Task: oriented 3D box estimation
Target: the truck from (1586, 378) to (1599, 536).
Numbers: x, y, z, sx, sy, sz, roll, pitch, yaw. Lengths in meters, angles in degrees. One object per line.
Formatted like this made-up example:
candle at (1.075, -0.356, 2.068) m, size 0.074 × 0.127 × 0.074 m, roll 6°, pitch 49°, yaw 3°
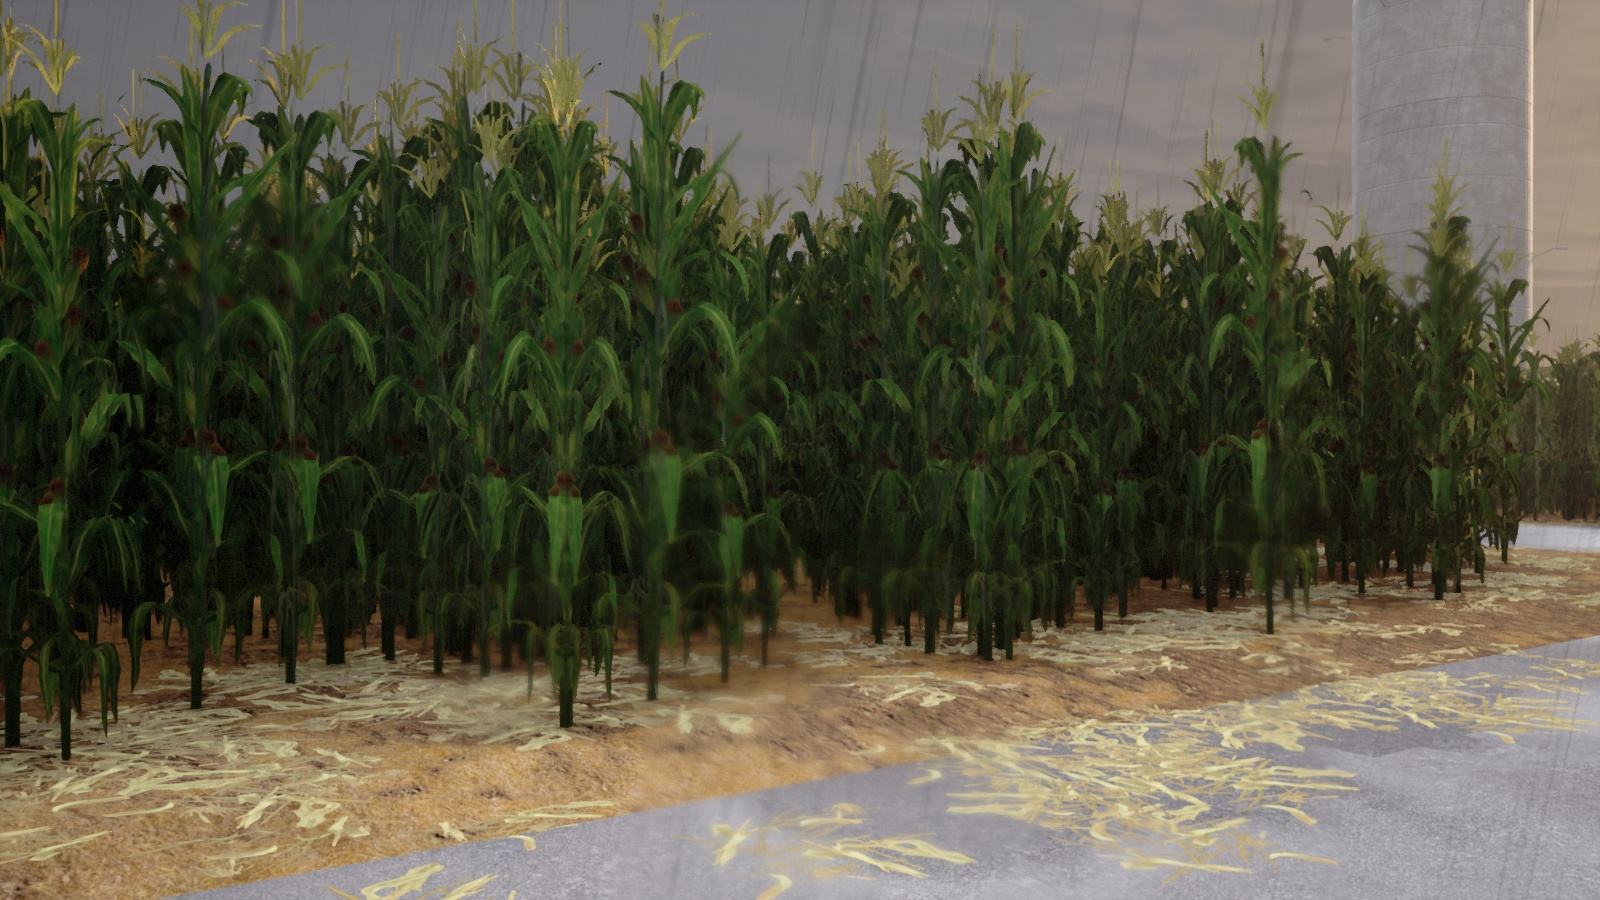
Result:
truck at (14.655, 0.123, 17.965) m, size 2.627 × 2.467 × 5.204 m, roll -1°, pitch 1°, yaw -24°
